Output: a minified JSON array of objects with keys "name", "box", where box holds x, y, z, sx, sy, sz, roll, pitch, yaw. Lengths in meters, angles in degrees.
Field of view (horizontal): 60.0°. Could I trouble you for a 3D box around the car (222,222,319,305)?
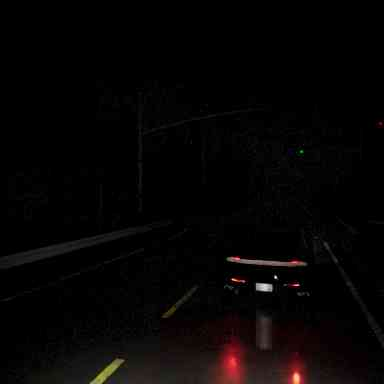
[{"name":"car","box":[2.053,1.492,8.254,2.128,1.511,4.902,0,0,18]}]
